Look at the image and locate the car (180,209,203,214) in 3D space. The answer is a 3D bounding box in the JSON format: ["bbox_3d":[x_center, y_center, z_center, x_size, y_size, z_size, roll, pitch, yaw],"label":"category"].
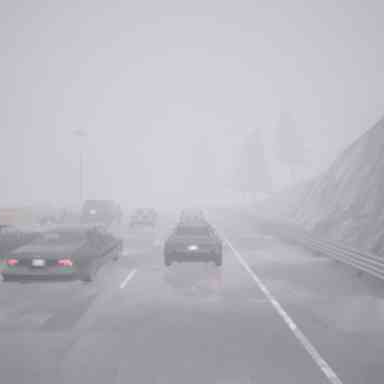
[{"bbox_3d":[-0.010,1.975,26.641,1.895,1.301,4.718,0,-1,0],"label":"car"}]

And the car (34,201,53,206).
[{"bbox_3d":[-23.636,2.220,52.993,1.882,1.535,5.008,0,-1,-10],"label":"car"}]

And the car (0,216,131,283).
[{"bbox_3d":[-3.468,1.690,10.075,2.033,1.411,5.357,0,-1,1],"label":"car"}]

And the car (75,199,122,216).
[{"bbox_3d":[-7.004,1.590,26.152,2.150,2.045,5.566,0,-1,0],"label":"car"}]

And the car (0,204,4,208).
[{"bbox_3d":[-30.372,2.277,50.957,1.994,1.385,4.181,0,-1,-9],"label":"car"}]

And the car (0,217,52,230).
[{"bbox_3d":[-6.952,1.765,11.639,1.895,1.301,4.718,0,-1,1],"label":"car"}]

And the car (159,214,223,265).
[{"bbox_3d":[0.055,1.740,12.413,1.994,1.385,4.181,0,-1,1],"label":"car"}]

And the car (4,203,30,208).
[{"bbox_3d":[-26.952,2.326,51.774,1.895,1.301,4.718,0,-1,-9],"label":"car"}]

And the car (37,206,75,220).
[{"bbox_3d":[-10.507,1.975,26.651,1.895,1.301,4.718,0,-1,0],"label":"car"}]

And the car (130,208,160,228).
[{"bbox_3d":[-3.497,1.900,25.066,2.033,1.411,5.357,0,-1,0],"label":"car"}]
